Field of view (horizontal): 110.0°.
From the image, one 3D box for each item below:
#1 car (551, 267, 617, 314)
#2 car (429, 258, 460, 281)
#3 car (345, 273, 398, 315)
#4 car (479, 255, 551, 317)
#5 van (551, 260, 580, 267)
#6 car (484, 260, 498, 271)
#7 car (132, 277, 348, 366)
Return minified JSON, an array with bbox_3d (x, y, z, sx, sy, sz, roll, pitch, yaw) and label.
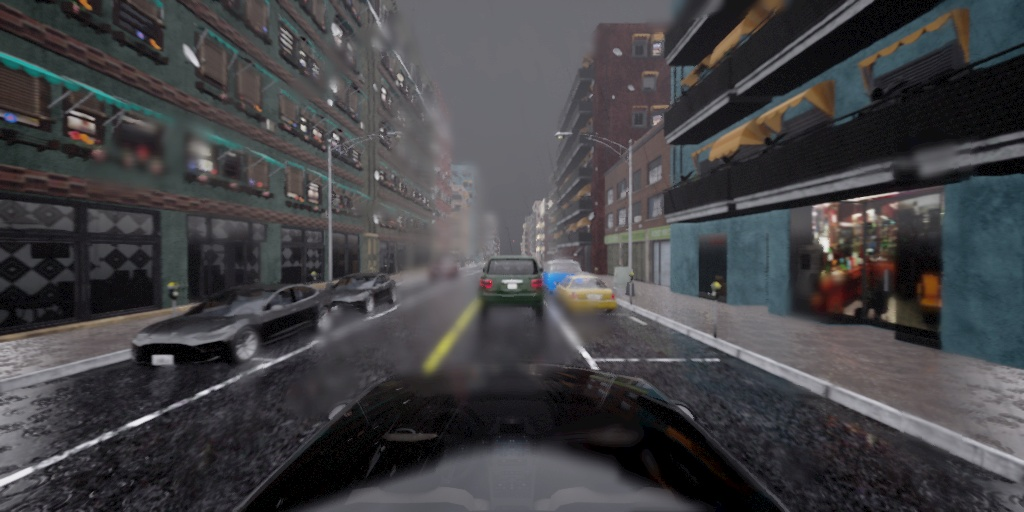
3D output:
[{"bbox_3d":[2.686,1.302,13.882,1.751,1.417,4.829,0,0,0],"label":"car"},{"bbox_3d":[-5.700,1.132,30.767,2.192,1.841,5.009,0,0,0],"label":"car"},{"bbox_3d":[-5.695,1.342,13.713,1.948,1.339,4.313,0,0,0],"label":"car"},{"bbox_3d":[0.035,0.998,13.443,2.150,2.045,5.566,0,0,1],"label":"car"},{"bbox_3d":[2.684,1.130,19.397,1.690,1.789,3.998,0,0,0],"label":"van"},{"bbox_3d":[-3.096,1.408,54.615,1.812,1.442,4.674,0,0,0],"label":"car"},{"bbox_3d":[-5.693,1.329,8.029,1.948,1.339,4.313,0,0,0],"label":"car"}]
